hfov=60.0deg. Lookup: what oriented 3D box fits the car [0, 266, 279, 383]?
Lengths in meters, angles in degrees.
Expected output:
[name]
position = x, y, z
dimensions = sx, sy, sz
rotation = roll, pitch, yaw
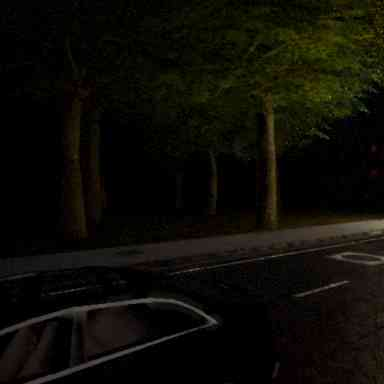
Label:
[car]
position = -1.407, 1.492, 2.682
dimensions = 4.902, 1.511, 2.128
rotation = 0, 0, -36
